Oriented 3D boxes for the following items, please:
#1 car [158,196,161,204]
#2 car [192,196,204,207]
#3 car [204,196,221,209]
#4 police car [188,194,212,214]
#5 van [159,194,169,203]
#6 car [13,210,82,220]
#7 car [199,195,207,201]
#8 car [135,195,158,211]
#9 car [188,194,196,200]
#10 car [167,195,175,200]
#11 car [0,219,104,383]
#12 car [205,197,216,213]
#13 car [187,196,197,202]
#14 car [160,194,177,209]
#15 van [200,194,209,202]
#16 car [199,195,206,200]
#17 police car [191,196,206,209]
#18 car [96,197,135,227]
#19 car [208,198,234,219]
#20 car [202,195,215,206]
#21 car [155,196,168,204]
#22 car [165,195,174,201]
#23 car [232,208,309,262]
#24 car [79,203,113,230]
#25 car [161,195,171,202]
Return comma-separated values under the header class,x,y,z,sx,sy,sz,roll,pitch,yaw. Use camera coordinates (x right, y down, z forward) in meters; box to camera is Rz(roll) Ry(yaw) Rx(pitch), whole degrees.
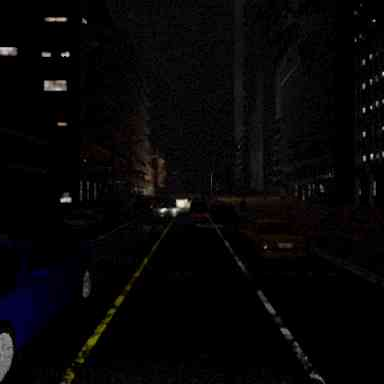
class,x,y,z,sx,sy,sz,roll,pitch,yaw
car,-5.678,1.505,45.184,1.887,1.381,4.507,1,0,0
car,0.900,1.461,51.731,1.837,1.490,4.892,0,0,0
car,2.703,1.401,45.183,1.967,1.590,4.097,1,0,0
police car,0.685,1.392,35.827,1.930,1.638,5.238,0,0,-3
van,-5.675,1.286,67.464,1.690,1.788,3.998,1,0,0
car,-5.679,1.554,11.767,1.947,1.339,4.313,1,0,0
car,2.702,1.517,84.171,1.802,1.307,4.206,1,0,0
car,-5.675,1.279,39.614,2.192,1.841,5.009,1,0,0
car,0.001,1.262,83.143,1.882,1.535,5.008,0,0,0
car,-5.678,1.457,89.572,1.752,1.417,4.829,1,0,0
car,-3.100,1.472,5.391,1.882,1.535,5.008,0,0,0
car,2.702,1.520,34.044,2.008,1.369,4.403,1,0,0
car,0.001,1.472,70.955,1.895,1.301,4.718,0,0,0
car,-3.088,1.437,45.697,1.882,1.535,5.008,0,0,0
van,2.706,1.283,73.032,1.690,1.788,3.998,1,0,0
car,2.703,1.457,89.910,1.752,1.417,4.829,1,0,0
police car,0.834,1.385,45.828,1.930,1.638,5.238,0,0,-1
car,-5.674,1.293,22.907,2.192,1.841,5.009,1,0,0
car,2.702,1.525,28.476,2.008,1.369,4.403,1,0,0
car,2.704,1.393,56.323,1.967,1.590,4.097,1,0,0
car,-5.678,1.499,61.894,2.008,1.369,4.403,1,0,0
car,-5.678,1.485,84.171,2.008,1.369,4.403,1,0,0
car,2.702,1.514,11.936,1.752,1.417,4.829,1,0,0
car,-5.678,1.508,17.166,1.752,1.417,4.829,1,0,0
car,-5.677,1.467,72.863,1.752,1.417,4.829,1,0,0
